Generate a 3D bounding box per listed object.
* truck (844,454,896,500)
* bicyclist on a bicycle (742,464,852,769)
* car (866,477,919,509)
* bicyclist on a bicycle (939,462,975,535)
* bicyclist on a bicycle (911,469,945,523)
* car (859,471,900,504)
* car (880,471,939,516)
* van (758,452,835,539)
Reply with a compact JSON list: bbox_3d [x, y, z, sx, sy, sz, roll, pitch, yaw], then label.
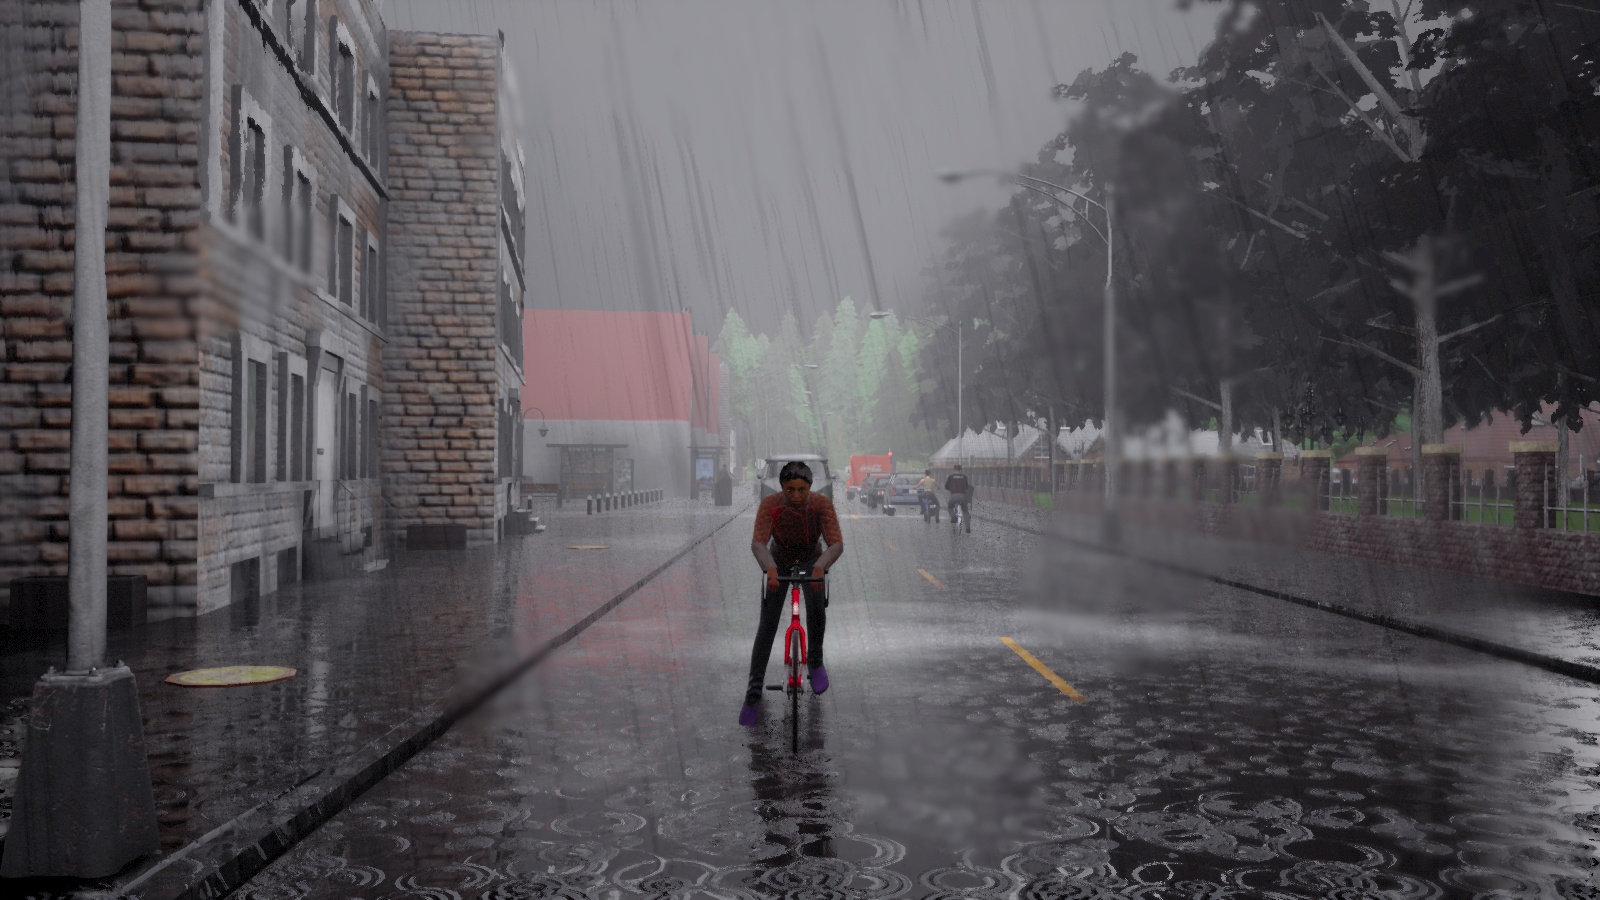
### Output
[{"bbox_3d":[3.871,1.497,70.758,2.627,2.467,5.204,0,-1,0],"label":"truck"},{"bbox_3d":[-0.018,0.893,7.505,0.582,1.620,1.656,0,-1,0],"label":"bicyclist on a bicycle"},{"bbox_3d":[3.891,1.796,53.537,1.895,1.301,4.718,0,-1,0],"label":"car"},{"bbox_3d":[3.924,1.196,31.446,0.659,1.776,1.843,0,-1,0],"label":"bicyclist on a bicycle"},{"bbox_3d":[3.903,1.378,38.371,0.866,1.612,1.509,0,-1,0],"label":"bicyclist on a bicycle"},{"bbox_3d":[3.882,1.816,61.992,1.789,1.549,3.705,0,-1,0],"label":"car"},{"bbox_3d":[3.898,1.533,45.085,1.789,1.549,3.705,0,-1,0],"label":"car"},{"bbox_3d":[-0.077,1.092,31.305,1.775,1.987,4.442,0,-1,0],"label":"van"}]
